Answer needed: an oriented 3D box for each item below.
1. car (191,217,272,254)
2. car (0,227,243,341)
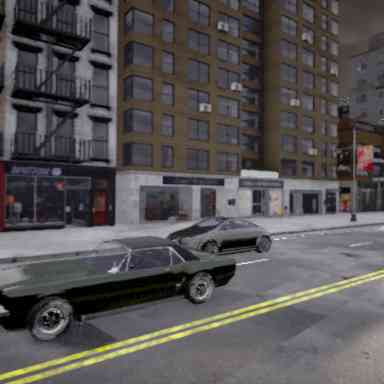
[{"bbox_3d":[1.048,1.642,12.482,4.181,1.385,1.994,1,0,-36],"label":"car"},{"bbox_3d":[-1.414,1.629,6.682,4.718,1.301,1.895,1,0,-36],"label":"car"}]
